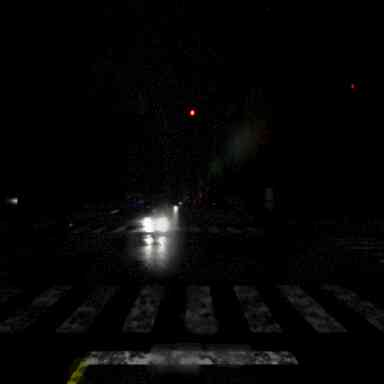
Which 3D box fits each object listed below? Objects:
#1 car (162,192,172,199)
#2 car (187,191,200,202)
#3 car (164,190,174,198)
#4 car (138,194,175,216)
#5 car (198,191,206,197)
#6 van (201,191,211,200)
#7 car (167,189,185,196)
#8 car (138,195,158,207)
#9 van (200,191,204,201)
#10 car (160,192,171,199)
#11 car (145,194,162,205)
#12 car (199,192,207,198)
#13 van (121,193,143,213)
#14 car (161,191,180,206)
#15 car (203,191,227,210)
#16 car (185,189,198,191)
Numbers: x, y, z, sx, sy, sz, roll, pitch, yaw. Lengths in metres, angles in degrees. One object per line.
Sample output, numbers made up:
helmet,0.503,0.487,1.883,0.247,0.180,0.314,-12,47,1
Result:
car,-5.461,0.730,74.067,1.947,1.339,4.313,0,1,0
car,0.005,0.914,56.084,2.033,1.411,5.357,0,1,0
car,-5.464,0.418,79.470,2.192,1.841,5.009,0,1,0
car,-2.876,1.175,28.078,2.128,1.511,4.902,0,1,0
car,2.586,0.480,84.885,1.967,1.590,4.097,0,1,0
van,2.625,0.626,63.261,1.690,1.788,3.998,0,1,0
car,-2.802,0.264,60.161,2.150,2.045,5.566,0,1,0
car,-5.442,1.097,41.632,1.947,1.339,4.313,0,1,0
van,2.644,0.749,52.449,1.690,1.788,3.998,0,1,0
car,-5.458,0.776,68.661,2.008,1.369,4.403,0,1,0
car,-5.445,1.015,47.037,1.887,1.381,4.507,0,1,0
car,2.596,0.624,79.651,1.752,1.417,4.829,0,1,0
van,-5.436,0.994,30.817,1.690,1.788,3.998,0,1,0
car,-2.880,1.007,44.028,1.837,1.490,4.892,0,1,0
car,2.672,0.906,36.231,2.192,1.841,5.009,0,1,0
car,-0.057,0.746,66.032,2.128,1.511,4.902,0,1,0
